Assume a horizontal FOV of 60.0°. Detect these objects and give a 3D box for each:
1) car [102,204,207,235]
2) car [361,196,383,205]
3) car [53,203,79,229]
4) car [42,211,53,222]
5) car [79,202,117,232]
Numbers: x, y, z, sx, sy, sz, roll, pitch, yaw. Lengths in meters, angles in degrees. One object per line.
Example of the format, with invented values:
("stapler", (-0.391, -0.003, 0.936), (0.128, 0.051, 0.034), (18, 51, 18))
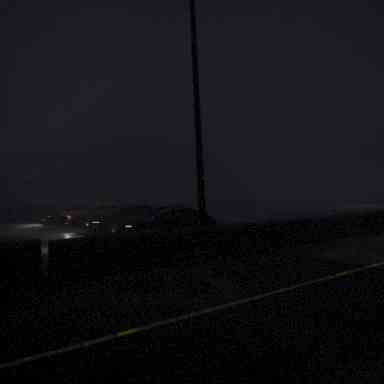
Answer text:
("car", (-1.407, 1.431, 15.874), (4.902, 1.511, 2.128), (-1, 0, -35))
("car", (26.795, 1.220, 48.785), (4.718, 1.301, 1.895), (-1, 0, -35))
("car", (-5.849, 1.421, 21.305), (5.008, 1.535, 1.882), (-1, 0, -35))
("car", (-7.897, 1.491, 24.143), (5.357, 1.411, 2.033), (-1, 0, -35))
("car", (-3.475, 1.445, 18.698), (4.892, 1.490, 1.837), (0, 0, -35))
